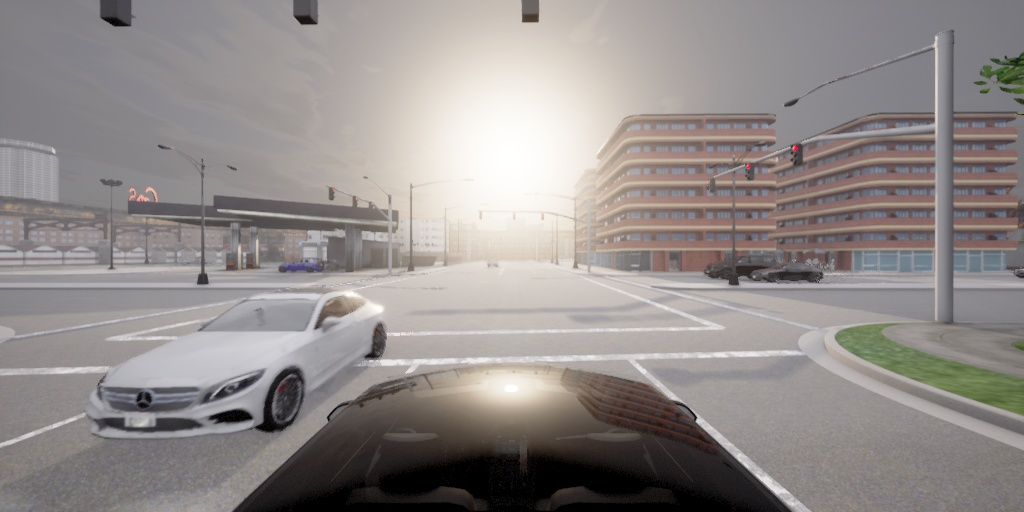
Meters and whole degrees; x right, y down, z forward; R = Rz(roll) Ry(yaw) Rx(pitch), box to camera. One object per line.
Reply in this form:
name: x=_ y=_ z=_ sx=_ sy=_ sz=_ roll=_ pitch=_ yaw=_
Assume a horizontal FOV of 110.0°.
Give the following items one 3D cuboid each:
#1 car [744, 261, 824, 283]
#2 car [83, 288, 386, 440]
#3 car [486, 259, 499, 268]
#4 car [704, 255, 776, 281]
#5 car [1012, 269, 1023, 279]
car: x=20.124 y=1.262 z=26.300 sx=4.674 sy=1.442 sz=1.812 roll=0 pitch=0 yaw=0
car: x=-3.486 y=1.282 z=5.701 sx=1.812 sy=1.442 sz=4.674 roll=0 pitch=0 yaw=0
car: x=-3.196 y=1.265 z=59.455 sx=2.128 sy=1.511 sz=4.902 roll=0 pitch=1 yaw=0
car: x=19.082 y=0.955 z=29.818 sx=5.566 sy=2.045 sz=2.150 roll=0 pitch=0 yaw=0
car: x=44.791 y=1.335 z=29.576 sx=4.718 sy=1.301 sz=1.895 roll=0 pitch=0 yaw=1
